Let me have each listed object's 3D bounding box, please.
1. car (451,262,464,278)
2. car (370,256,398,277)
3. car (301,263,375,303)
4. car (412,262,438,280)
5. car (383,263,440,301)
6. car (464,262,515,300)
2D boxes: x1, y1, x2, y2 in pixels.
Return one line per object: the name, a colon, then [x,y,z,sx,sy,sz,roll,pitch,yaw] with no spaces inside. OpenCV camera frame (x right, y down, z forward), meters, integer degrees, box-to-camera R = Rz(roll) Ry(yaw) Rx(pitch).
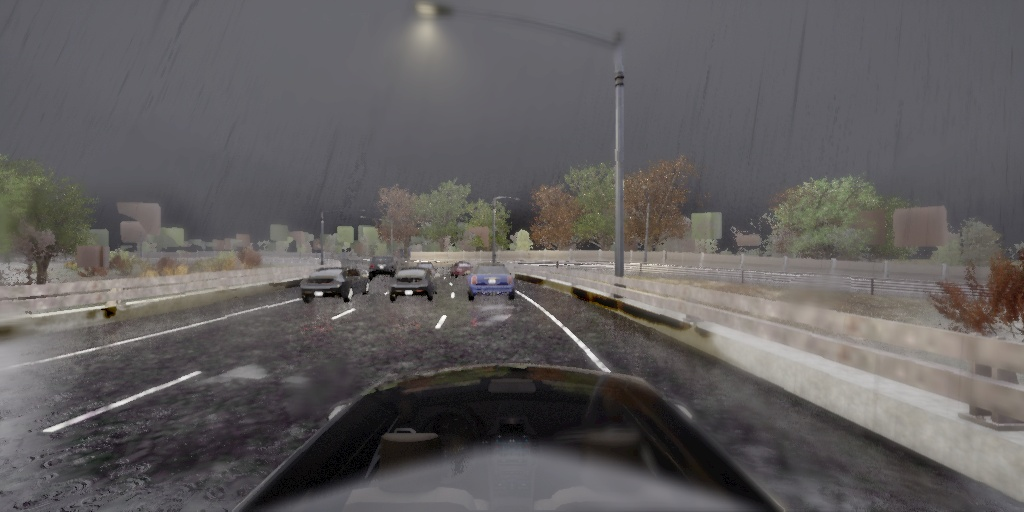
car: [-4.619,1.281,33.640,1.812,1.442,4.674,0,0,-16]
car: [-11.344,1.006,31.698,2.150,2.045,5.566,0,0,-16]
car: [-8.095,1.264,16.781,1.837,1.490,4.892,0,0,-8]
car: [-7.977,1.311,32.654,2.033,1.411,5.357,0,0,-16]
car: [-4.631,1.264,17.280,1.837,1.490,4.892,0,0,-8]
car: [-1.163,1.114,17.750,2.097,1.767,4.553,0,0,-8]
